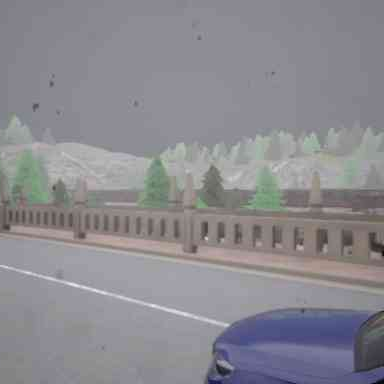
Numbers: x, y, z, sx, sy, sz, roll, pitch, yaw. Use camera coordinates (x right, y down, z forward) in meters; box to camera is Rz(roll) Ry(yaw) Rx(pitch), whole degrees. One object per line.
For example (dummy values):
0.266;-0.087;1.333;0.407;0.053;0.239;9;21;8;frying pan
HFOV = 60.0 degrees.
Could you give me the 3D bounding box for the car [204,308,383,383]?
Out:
2.290;1.526;2.359;4.674;1.442;1.812;0;0;35;car
